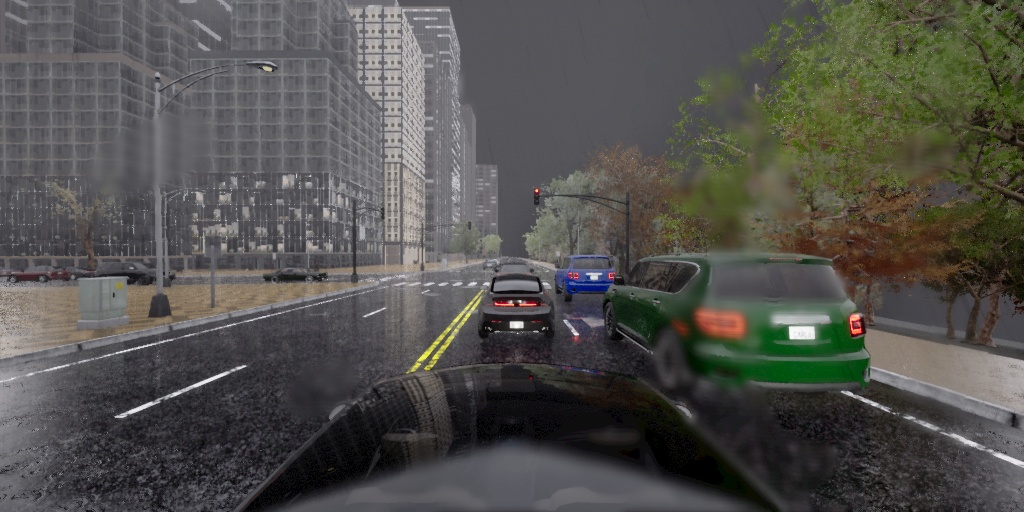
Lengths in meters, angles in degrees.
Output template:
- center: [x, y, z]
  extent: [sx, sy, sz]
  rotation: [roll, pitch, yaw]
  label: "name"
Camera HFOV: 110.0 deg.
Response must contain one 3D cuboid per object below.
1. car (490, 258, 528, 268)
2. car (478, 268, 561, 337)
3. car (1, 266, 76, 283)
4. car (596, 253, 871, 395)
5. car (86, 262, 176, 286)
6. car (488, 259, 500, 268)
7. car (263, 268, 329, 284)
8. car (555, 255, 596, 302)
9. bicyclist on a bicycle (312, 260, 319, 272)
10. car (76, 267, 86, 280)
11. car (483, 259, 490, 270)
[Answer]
- center: [0.116, 1.099, 19.297]
  extent: [2.097, 1.767, 4.553]
  rotation: [0, 0, 0]
  label: "car"
- center: [0.111, 1.253, 10.238]
  extent: [1.837, 1.490, 4.892]
  rotation: [0, 0, 0]
  label: "car"
- center: [-49.395, 1.835, 37.505]
  extent: [4.553, 1.767, 2.097]
  rotation: [-1, 0, 1]
  label: "car"
- center: [3.344, 0.971, 6.770]
  extent: [2.150, 2.045, 5.566]
  rotation: [0, 0, 1]
  label: "car"
- center: [-32.235, 1.493, 30.730]
  extent: [5.566, 2.045, 2.150]
  rotation: [-1, 0, 0]
  label: "car"
- center: [-3.183, 1.266, 63.312]
  extent: [1.812, 1.442, 4.674]
  rotation: [0, 0, 0]
  label: "car"
- center: [-18.349, 1.653, 30.643]
  extent: [4.718, 1.301, 1.895]
  rotation: [-1, 0, 1]
  label: "car"
- center: [3.348, 0.969, 17.128]
  extent: [2.150, 2.045, 5.566]
  rotation: [0, 0, 1]
  label: "car"
- center: [-24.557, 1.328, 44.776]
  extent: [0.582, 1.620, 1.656]
  rotation: [-1, 1, 0]
  label: "bicyclist on a bicycle"
- center: [-50.146, 1.971, 40.747]
  extent: [4.892, 1.490, 1.837]
  rotation: [-1, 0, 1]
  label: "car"
- center: [-3.228, 1.233, 53.629]
  extent: [2.128, 1.511, 4.902]
  rotation: [0, 0, 0]
  label: "car"
